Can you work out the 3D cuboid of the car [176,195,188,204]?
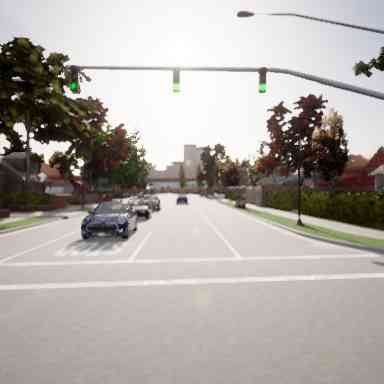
[{"bbox_3d":[-1.583,1.165,53.926,1.882,1.535,5.008,0,0,-2],"label":"car"}]

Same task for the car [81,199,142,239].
[{"bbox_3d":[-4.008,1.257,16.748,2.097,1.767,4.553,0,0,-2],"label":"car"}]

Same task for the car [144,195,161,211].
[{"bbox_3d":[-4.545,1.141,36.791,2.097,1.767,4.553,0,0,-2],"label":"car"}]

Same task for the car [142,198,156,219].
[{"bbox_3d":[-4.299,1.411,26.717,1.994,1.385,4.181,0,0,-1],"label":"car"}]

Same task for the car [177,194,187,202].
[{"bbox_3d":[-1.902,1.183,64.051,1.994,1.385,4.181,0,0,-2],"label":"car"}]
